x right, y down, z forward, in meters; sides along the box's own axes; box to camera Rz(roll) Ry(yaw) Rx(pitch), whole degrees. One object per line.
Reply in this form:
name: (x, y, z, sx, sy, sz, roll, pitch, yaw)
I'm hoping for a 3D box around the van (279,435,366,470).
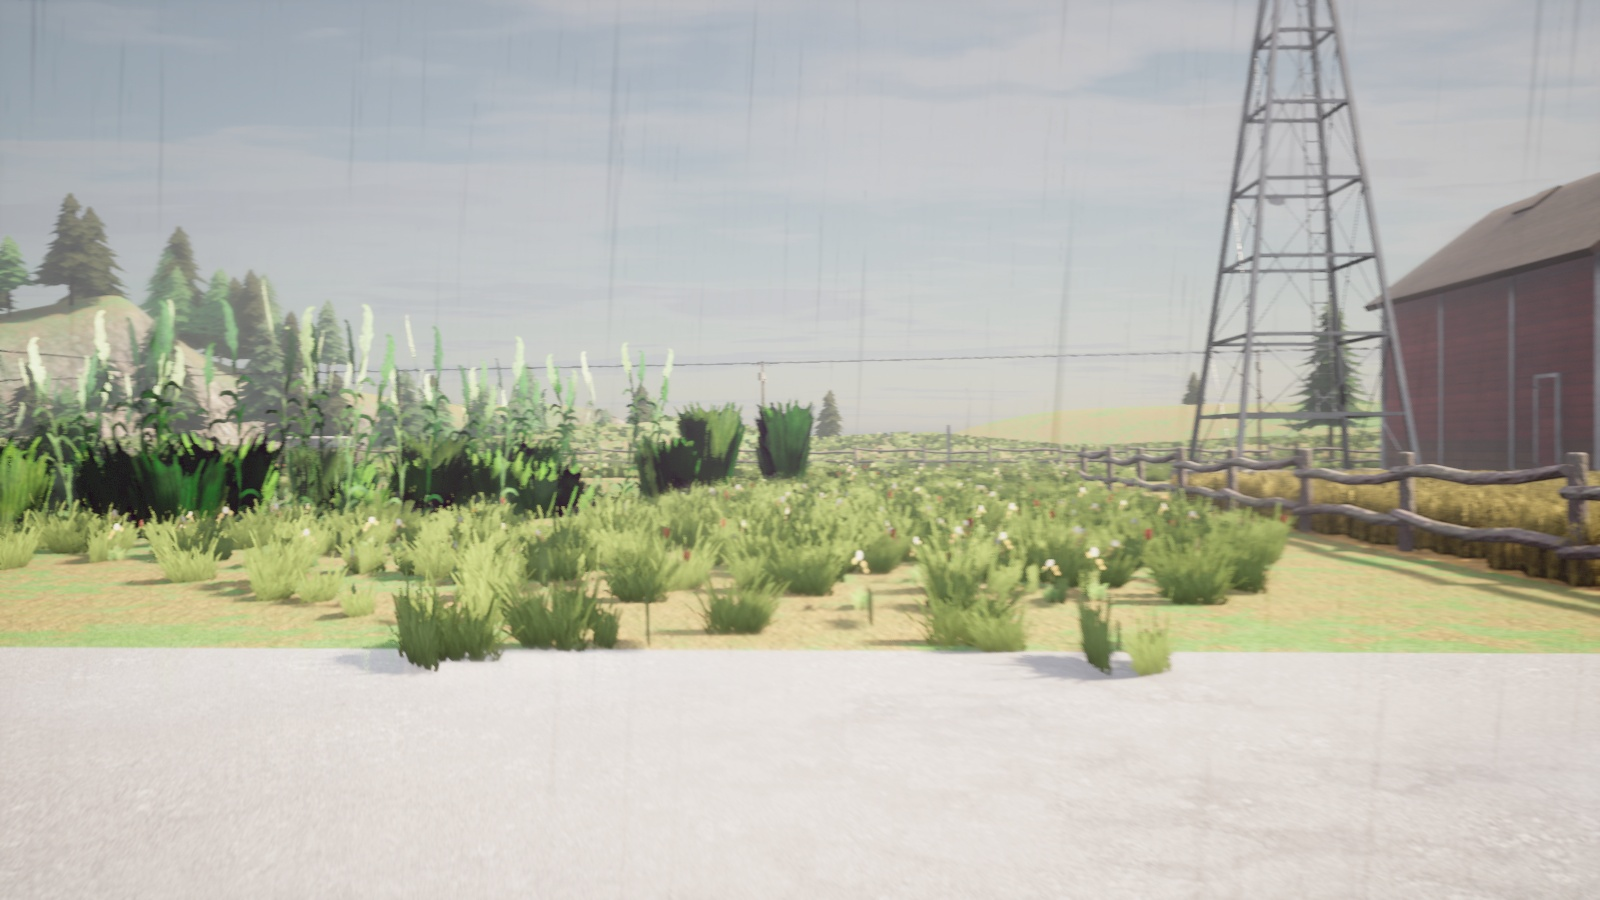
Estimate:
van: (-27.880, 0.136, 73.388, 4.442, 1.987, 1.775, 0, 0, 9)
